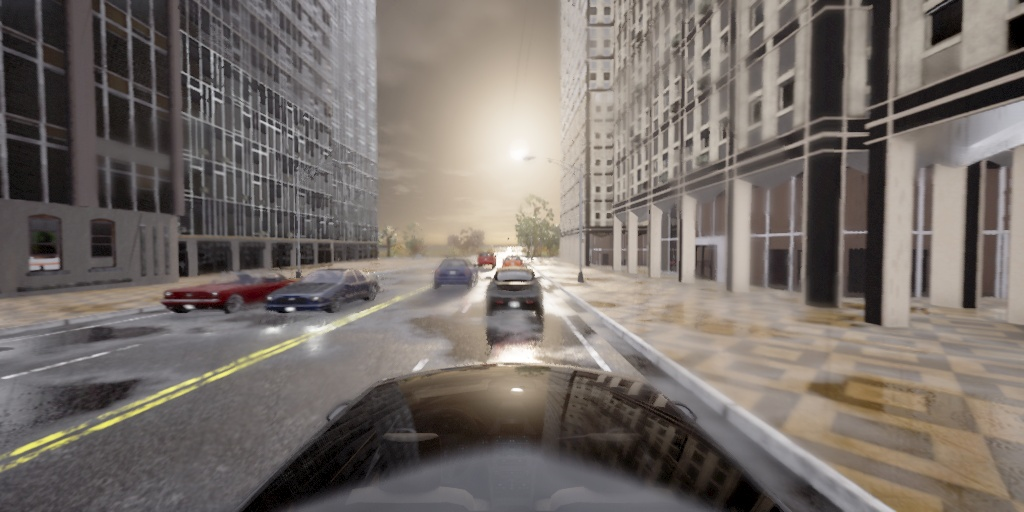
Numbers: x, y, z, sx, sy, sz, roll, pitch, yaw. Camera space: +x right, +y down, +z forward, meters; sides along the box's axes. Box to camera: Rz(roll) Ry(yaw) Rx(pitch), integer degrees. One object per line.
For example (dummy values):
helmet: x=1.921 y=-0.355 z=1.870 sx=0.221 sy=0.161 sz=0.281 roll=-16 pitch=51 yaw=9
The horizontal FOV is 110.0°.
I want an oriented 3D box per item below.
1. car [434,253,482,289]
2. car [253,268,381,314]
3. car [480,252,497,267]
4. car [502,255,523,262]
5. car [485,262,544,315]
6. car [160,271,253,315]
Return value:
car: x=-3.159 y=0.887 z=21.171 sx=2.097 sy=1.767 sz=4.553 roll=0 pitch=1 yaw=0
car: x=-6.606 y=1.172 z=13.339 sx=2.033 sy=1.411 sz=5.357 roll=0 pitch=1 yaw=0
car: x=-3.172 y=0.468 z=46.179 sx=2.150 sy=2.045 sz=5.566 roll=0 pitch=1 yaw=0
car: x=0.083 y=0.709 z=36.516 sx=2.097 sy=1.767 sz=4.553 roll=0 pitch=1 yaw=0
car: x=0.091 y=1.133 z=12.851 sx=1.837 sy=1.490 sz=4.892 roll=0 pitch=1 yaw=0
car: x=-9.856 y=1.229 z=13.166 sx=1.895 sy=1.301 sz=4.718 roll=0 pitch=1 yaw=0
